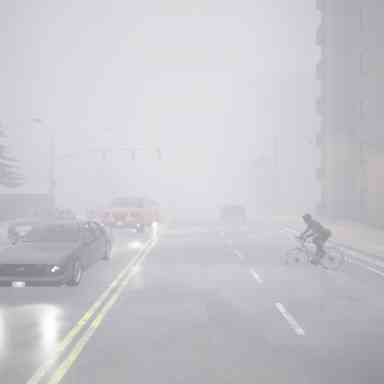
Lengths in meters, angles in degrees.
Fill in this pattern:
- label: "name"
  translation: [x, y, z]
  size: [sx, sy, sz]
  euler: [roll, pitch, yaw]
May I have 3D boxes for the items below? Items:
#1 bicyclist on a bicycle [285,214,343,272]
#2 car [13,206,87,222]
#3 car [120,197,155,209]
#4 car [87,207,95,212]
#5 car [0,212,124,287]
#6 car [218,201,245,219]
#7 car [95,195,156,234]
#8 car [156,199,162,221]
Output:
- label: "bicyclist on a bicycle"
  translation: [3.437, 1.446, 9.388]
  size: [1.656, 1.620, 0.582]
  euler: [-2, 0, 0]
- label: "car"
  translation: [-7.160, 1.492, 16.492]
  size: [2.128, 1.511, 4.902]
  euler: [0, 0, 0]
- label: "car"
  translation: [-7.538, 1.477, 45.801]
  size: [5.008, 1.535, 1.882]
  euler: [0, 0, 38]
- label: "car"
  translation: [-7.134, 1.601, 27.302]
  size: [1.895, 1.301, 4.718]
  euler: [0, 0, 0]
- label: "car"
  translation: [-3.635, 1.547, 9.624]
  size: [2.033, 1.411, 5.357]
  euler: [0, 0, 0]
- label: "car"
  translation: [3.358, 1.477, 28.811]
  size: [1.882, 1.535, 5.008]
  euler: [0, 0, 0]
- label: "car"
  translation: [-3.664, 1.216, 19.558]
  size: [2.150, 2.045, 5.566]
  euler: [0, 1, 0]
- label: "car"
  translation: [-3.635, 1.351, 27.381]
  size: [2.097, 1.767, 4.553]
  euler: [0, 0, 0]
